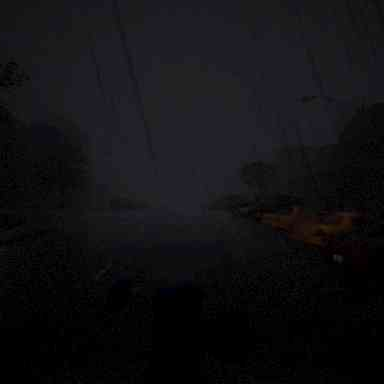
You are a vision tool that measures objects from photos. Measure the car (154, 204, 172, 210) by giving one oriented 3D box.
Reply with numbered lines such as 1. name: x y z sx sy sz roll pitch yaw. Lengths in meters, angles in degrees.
1. car: -5.399 2.827 62.637 1.895 1.301 4.718 0 -4 0

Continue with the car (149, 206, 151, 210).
1. car: -11.863 3.218 71.096 4.553 1.767 2.185 1 -4 -21

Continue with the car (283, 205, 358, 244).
1. car: 6.573 1.467 13.200 5.366 1.575 1.946 1 0 -20

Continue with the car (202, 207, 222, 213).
1. car: 5.512 5.041 92.159 5.008 1.535 2.097 3 -6 -21

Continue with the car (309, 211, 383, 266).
1. car: 6.370 1.499 10.194 4.792 1.488 2.163 1 0 -20

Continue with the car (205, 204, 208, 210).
1. car: 5.967 3.130 68.772 5.008 1.535 2.097 2 -4 -21

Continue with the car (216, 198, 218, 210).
1. car: 6.424 1.739 45.442 5.366 1.575 1.946 2 -2 -20

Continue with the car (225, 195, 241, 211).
1. car: 6.332 1.212 30.727 5.566 2.045 2.435 1 0 -20

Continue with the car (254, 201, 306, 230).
1. car: 6.567 1.465 19.061 5.366 1.575 1.946 1 0 -20

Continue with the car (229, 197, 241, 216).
1. car: 6.194 1.457 27.736 5.366 1.575 1.946 1 0 -20

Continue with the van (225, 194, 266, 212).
1. van: 6.411 1.345 39.573 4.442 1.987 1.878 1 -2 -20

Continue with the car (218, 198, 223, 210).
1. car: 6.284 1.644 42.449 4.892 1.521 2.231 2 -2 -20

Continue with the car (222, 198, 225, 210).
1. car: 6.311 1.514 36.605 4.892 1.521 2.231 1 -2 -20

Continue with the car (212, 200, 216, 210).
1. car: 6.202 1.987 51.218 5.008 1.535 2.097 2 -3 -21

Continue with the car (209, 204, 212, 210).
1. car: 6.093 2.550 59.983 4.674 1.452 2.002 2 -4 -21

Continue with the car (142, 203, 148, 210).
1. car: -11.739 2.442 62.161 5.566 2.045 2.435 1 -4 -21

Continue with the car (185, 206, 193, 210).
1. car: -0.717 4.290 83.497 1.882 1.535 5.008 0 -5 -1

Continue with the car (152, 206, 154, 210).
1. car: -11.995 4.552 86.059 5.366 1.575 1.946 1 -5 -21

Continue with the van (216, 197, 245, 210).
1. van: 6.274 1.921 54.198 4.442 1.987 1.878 2 -4 -21

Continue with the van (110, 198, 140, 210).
1. van: -11.568 2.068 56.210 4.442 1.987 1.878 1 -4 -21

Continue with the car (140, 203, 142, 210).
1. car: -11.748 2.361 59.138 4.553 1.767 2.185 1 -4 -21

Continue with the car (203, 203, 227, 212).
1. car: 5.732 4.033 83.430 5.566 2.045 2.435 3 -5 -21

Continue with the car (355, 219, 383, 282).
1. car: 6.399 1.474 7.268 4.892 1.521 2.231 1 0 -20

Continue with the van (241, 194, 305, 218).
1. van: 6.272 1.237 24.820 4.442 1.987 1.878 1 0 -20

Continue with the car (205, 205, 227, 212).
1. car: 5.753 4.038 80.473 4.892 1.521 2.231 3 -5 -21

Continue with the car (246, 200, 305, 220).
1. car: 6.412 1.495 21.944 4.792 1.488 2.163 1 0 -20
